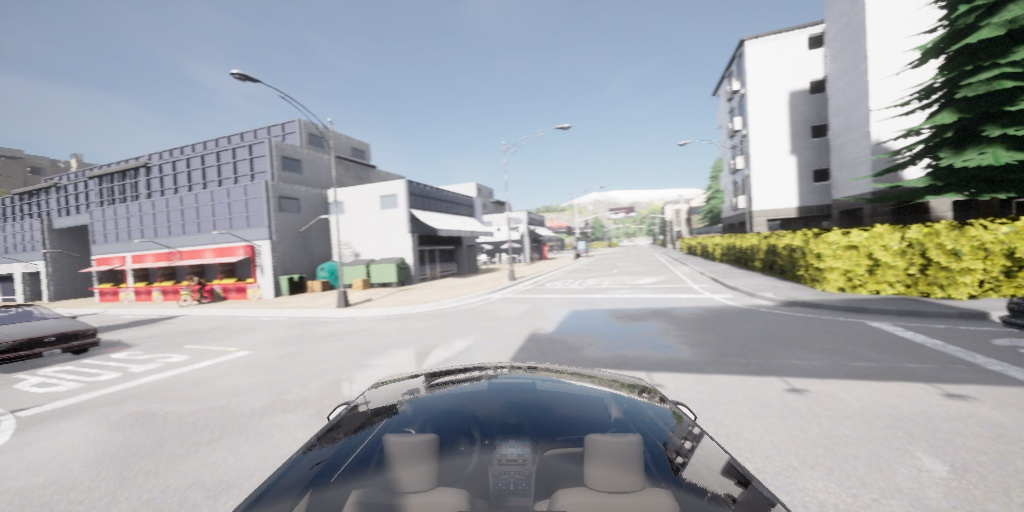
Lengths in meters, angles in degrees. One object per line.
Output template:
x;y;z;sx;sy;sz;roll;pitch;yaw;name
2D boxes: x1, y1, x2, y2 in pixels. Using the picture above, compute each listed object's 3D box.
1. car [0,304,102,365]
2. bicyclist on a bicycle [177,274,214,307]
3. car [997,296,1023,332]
-13.368;2.020;9.384;5.357;1.411;2.033;-3;1;20;car
-16.293;1.752;18.448;0.582;1.620;1.656;-3;2;20;bicyclist on a bicycle
10.607;0.649;4.615;5.357;1.411;2.033;-3;1;17;car
